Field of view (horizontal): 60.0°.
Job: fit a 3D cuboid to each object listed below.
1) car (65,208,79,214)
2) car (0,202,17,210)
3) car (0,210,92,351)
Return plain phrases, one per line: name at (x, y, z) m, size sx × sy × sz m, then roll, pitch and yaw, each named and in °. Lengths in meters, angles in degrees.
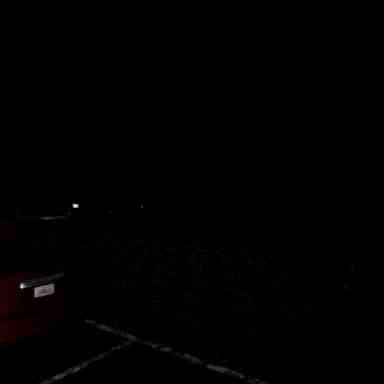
car at (-11.917, 2.015, 37.666) m, size 1.895 × 1.301 × 4.718 m, roll -1°, pitch -1°, yaw 36°
car at (-17.972, 1.680, 29.465) m, size 2.097 × 1.767 × 4.553 m, roll -1°, pitch -1°, yaw 36°
car at (-3.813, 1.351, 5.645) m, size 5.009 × 1.841 × 2.192 m, roll 0°, pitch -1°, yaw 36°
